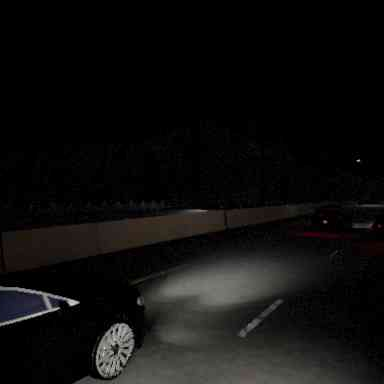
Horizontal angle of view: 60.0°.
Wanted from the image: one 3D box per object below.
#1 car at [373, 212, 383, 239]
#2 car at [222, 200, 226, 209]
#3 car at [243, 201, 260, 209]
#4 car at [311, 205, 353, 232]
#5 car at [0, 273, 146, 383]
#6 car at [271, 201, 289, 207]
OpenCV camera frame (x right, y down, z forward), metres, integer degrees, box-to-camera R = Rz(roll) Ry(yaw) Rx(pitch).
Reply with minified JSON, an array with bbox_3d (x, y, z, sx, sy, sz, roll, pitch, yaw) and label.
[{"bbox_3d":[10.726,1.703,17.437,1.895,1.301,4.718,0,-1,32],"label":"car"},{"bbox_3d":[5.492,1.926,48.558,2.128,1.511,4.902,0,-1,33],"label":"car"},{"bbox_3d":[8.274,1.907,46.415,1.882,1.535,5.008,0,-1,33],"label":"car"},{"bbox_3d":[9.033,1.609,21.301,1.882,1.535,5.008,0,-1,32],"label":"car"},{"bbox_3d":[-2.462,1.491,3.208,2.128,1.511,4.902,0,0,32],"label":"car"},{"bbox_3d":[11.769,1.991,45.374,2.033,1.411,5.357,0,-1,32],"label":"car"}]
